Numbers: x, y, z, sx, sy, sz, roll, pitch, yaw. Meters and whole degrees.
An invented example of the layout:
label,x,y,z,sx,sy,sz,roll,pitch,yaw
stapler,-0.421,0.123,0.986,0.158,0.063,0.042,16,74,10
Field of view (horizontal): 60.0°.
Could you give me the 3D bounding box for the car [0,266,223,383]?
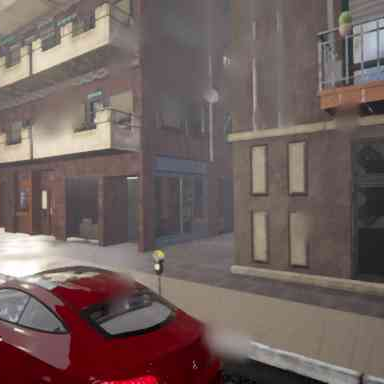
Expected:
label,x,y,z,sx,sy,sz,roll,pitch,yaw
car,-1.633,1.582,4.010,4.206,1.307,1.802,0,-1,35
